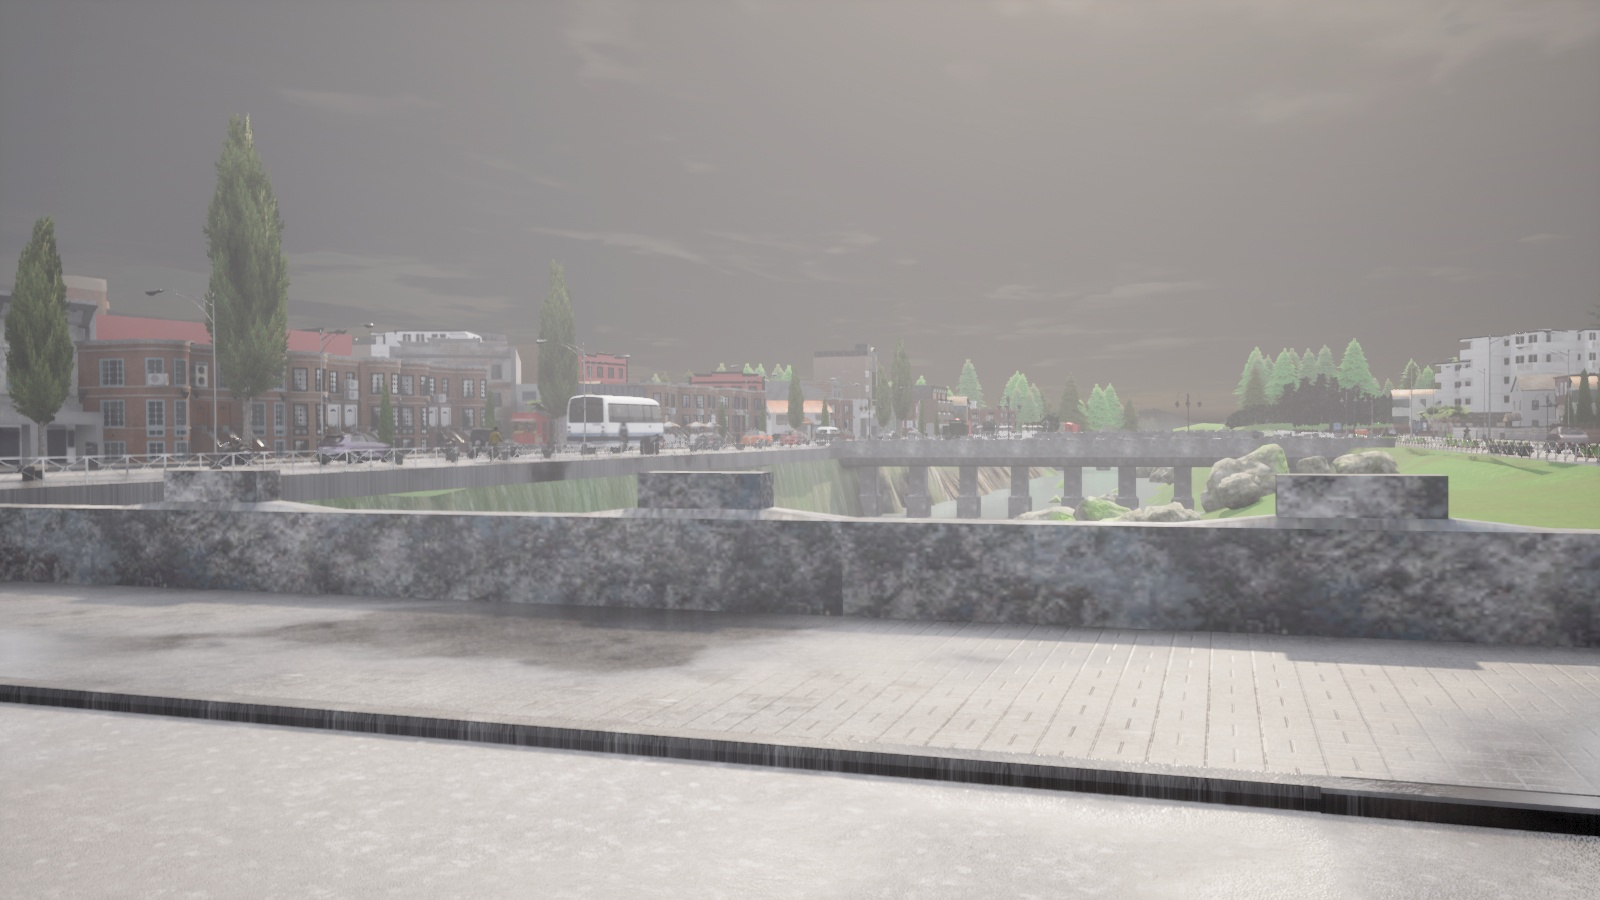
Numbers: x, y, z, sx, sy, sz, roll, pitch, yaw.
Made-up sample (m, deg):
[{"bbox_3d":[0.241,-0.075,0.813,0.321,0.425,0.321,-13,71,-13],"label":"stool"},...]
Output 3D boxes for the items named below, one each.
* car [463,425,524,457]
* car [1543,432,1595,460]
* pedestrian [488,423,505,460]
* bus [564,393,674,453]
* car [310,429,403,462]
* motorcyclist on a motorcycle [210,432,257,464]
[{"bbox_3d":[-18.938,-0.579,77.812,1.905,1.878,3.866,0,1,19],"label":"car"},{"bbox_3d":[44.297,-0.237,72.396,1.789,1.549,3.705,0,1,19],"label":"car"},{"bbox_3d":[-15.267,-0.438,63.179,0.431,1.840,0.709,1,1,34],"label":"pedestrian"},{"bbox_3d":[-13.397,-1.994,94.280,3.944,4.253,10.273,0,1,19],"label":"bus"},{"bbox_3d":[-23.064,-0.263,65.529,2.033,1.649,4.856,0,1,19],"label":"car"},{"bbox_3d":[-28.252,-0.121,62.647,0.866,1.530,2.191,0,1,19],"label":"motorcyclist on a motorcycle"}]
